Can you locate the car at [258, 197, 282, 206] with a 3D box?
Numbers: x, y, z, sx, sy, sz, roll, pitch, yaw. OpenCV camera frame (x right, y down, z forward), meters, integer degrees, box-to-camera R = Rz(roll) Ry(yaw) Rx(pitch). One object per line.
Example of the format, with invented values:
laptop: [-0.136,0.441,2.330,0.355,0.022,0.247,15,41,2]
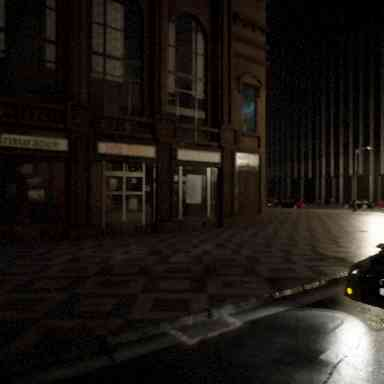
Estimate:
car: [14.629,1.683,62.749,1.967,1.590,4.097,0,0,-36]

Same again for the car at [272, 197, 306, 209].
car: [14.443,1.752,48.631,1.887,1.381,4.507,0,0,-36]

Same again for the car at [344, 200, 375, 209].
car: [24.667,1.821,49.130,1.947,1.339,4.313,0,0,-36]

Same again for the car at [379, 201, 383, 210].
car: [28.015,1.574,44.591,2.192,1.841,5.009,0,0,-36]

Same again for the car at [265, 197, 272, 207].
car: [11.097,1.785,53.170,1.802,1.307,4.206,0,0,-36]

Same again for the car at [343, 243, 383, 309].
car: [5.060,1.597,6.973,4.181,1.385,1.994,0,0,-35]
